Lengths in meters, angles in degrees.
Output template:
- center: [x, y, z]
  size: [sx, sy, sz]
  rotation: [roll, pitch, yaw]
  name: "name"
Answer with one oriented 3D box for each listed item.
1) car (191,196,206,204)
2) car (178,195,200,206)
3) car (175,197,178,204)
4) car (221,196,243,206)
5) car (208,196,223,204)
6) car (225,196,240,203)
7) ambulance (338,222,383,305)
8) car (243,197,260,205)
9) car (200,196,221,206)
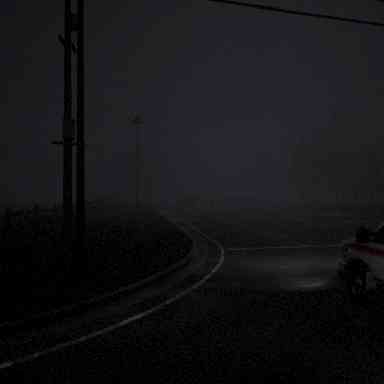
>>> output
- center: [1.258, 1.491, 66.244]
  size: [2.128, 1.511, 4.902]
  rotation: [0, 0, -10]
  name: "car"
- center: [-0.516, 1.352, 55.745]
  size: [2.097, 1.767, 4.553]
  rotation: [0, 0, -10]
  name: "car"
- center: [-2.193, 1.547, 65.661]
  size: [2.033, 1.411, 5.357]
  rotation: [0, 0, -10]
  name: "car"
- center: [6.467, 1.547, 56.433]
  size: [2.033, 1.411, 5.357]
  rotation: [0, 0, -10]
  name: "car"
- center: [4.709, 1.504, 66.827]
  size: [1.837, 1.490, 4.892]
  rotation: [0, 0, -10]
  name: "car"
- center: [8.160, 1.525, 67.410]
  size: [1.812, 1.442, 4.674]
  rotation: [0, 0, -10]
  name: "car"
- center: [4.608, 1.031, 4.448]
  size: [2.351, 2.431, 6.366]
  rotation: [0, 0, -10]
  name: "ambulance"
- center: [9.918, 1.547, 57.018]
  size: [2.033, 1.411, 5.357]
  rotation: [0, 0, -10]
  name: "car"
- center: [2.958, 1.525, 56.195]
  size: [1.812, 1.442, 4.674]
  rotation: [0, 0, -10]
  name: "car"
